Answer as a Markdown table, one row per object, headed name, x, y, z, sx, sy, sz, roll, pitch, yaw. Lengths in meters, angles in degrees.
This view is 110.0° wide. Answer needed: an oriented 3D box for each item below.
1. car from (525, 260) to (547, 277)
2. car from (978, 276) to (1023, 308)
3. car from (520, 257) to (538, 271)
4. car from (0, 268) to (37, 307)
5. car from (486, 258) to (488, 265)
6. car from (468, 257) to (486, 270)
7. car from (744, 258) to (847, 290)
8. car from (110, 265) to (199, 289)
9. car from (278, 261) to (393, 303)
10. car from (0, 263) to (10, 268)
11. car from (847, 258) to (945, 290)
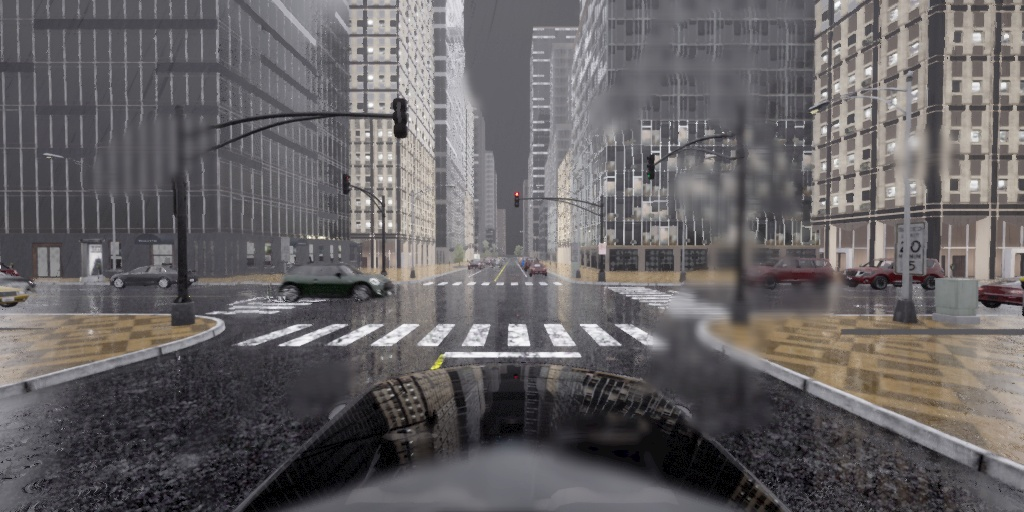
| name | x | y | z | sx | sy | sz | roll | pitch | yaw |
| --- | --- | --- | --- | --- | --- | --- | --- | --- | --- |
| car | 2.544 | 1.316 | 35.776 | 1.802 | 1.307 | 4.207 | 0 | 0 | 0 |
| car | 20.184 | 1.417 | 13.506 | 4.207 | 1.307 | 1.802 | 0 | 0 | 0 |
| car | 2.569 | 1.043 | 46.826 | 2.192 | 1.841 | 5.009 | 0 | 0 | 0 |
| car | -21.257 | 1.300 | 13.426 | 4.829 | 1.417 | 1.751 | 0 | 0 | 0 |
| car | -5.295 | 1.303 | 57.853 | 1.802 | 1.307 | 4.207 | 0 | 0 | 0 |
| car | -5.297 | 1.164 | 52.328 | 1.967 | 1.591 | 4.097 | 0 | 0 | 0 |
| car | 16.568 | 1.022 | 21.637 | 5.009 | 1.841 | 2.192 | 0 | 0 | 0 |
| car | -21.442 | 1.203 | 21.564 | 4.403 | 1.370 | 2.007 | 0 | 0 | 0 |
| car | -7.774 | 1.100 | 16.143 | 4.553 | 1.767 | 2.097 | 0 | 0 | 0 |
| car | -24.593 | 1.226 | 16.102 | 4.902 | 1.511 | 2.128 | 0 | 1 | 0 |
| car | 22.900 | 1.031 | 21.649 | 5.009 | 1.841 | 2.192 | 0 | 0 | 0 |
